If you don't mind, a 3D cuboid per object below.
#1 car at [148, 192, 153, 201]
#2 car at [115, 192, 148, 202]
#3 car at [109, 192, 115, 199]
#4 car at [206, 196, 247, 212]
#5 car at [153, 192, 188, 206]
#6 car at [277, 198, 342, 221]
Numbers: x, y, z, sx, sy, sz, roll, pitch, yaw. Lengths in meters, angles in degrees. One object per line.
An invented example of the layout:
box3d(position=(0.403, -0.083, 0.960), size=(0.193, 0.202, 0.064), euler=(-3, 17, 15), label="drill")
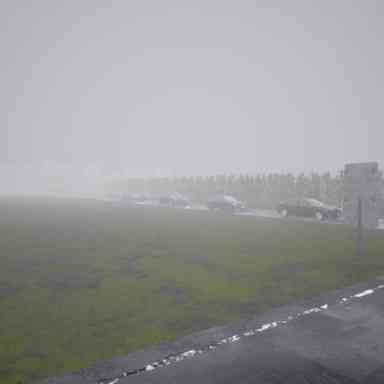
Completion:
box3d(position=(-7.593, 0.697, 52.449), size=(2.128, 1.511, 4.902), euler=(1, 1, -35), label="car")
box3d(position=(-9.084, 0.751, 49.636), size=(2.033, 1.411, 5.357), euler=(1, 1, -35), label="car")
box3d(position=(-13.634, 0.592, 60.749), size=(1.994, 1.385, 4.181), euler=(1, 1, -36), label="car")
box3d(position=(3.288, 1.101, 32.390), size=(1.812, 1.442, 4.674), euler=(1, 1, -36), label="car")
box3d(position=(-2.403, 0.756, 40.296), size=(2.097, 1.767, 4.553), euler=(1, 1, -36), label="car")
box3d(position=(8.655, 1.217, 24.862), size=(1.882, 1.535, 5.008), euler=(1, 1, -34), label="car")
